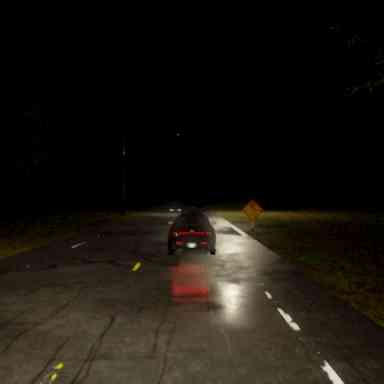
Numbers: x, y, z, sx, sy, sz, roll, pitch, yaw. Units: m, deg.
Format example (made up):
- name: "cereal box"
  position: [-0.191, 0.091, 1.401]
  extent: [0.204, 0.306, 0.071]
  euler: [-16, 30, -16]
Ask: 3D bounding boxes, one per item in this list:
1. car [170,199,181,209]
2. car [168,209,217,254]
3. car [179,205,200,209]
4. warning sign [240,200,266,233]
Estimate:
- name: "car"
  position: [-3.499, 2.628, 71.773]
  extent: [2.150, 2.045, 5.566]
  euler: [0, -2, 0]
- name: "car"
  position: [0.004, 1.682, 14.304]
  extent: [1.837, 1.490, 4.892]
  euler: [0, -1, 0]
- name: "car"
  position: [0.002, 2.034, 29.112]
  extent: [1.895, 1.301, 4.718]
  euler: [0, -1, 0]
- name: "warning sign"
  position: [3.555, 1.379, 19.423]
  extent: [1.300, 1.860, 1.060]
  euler: [0, -1, 0]
